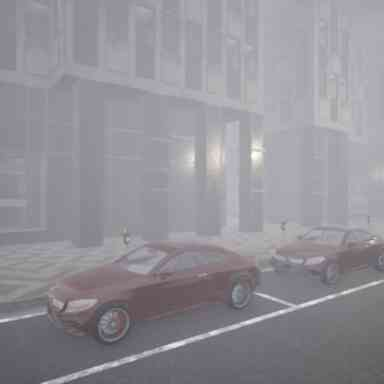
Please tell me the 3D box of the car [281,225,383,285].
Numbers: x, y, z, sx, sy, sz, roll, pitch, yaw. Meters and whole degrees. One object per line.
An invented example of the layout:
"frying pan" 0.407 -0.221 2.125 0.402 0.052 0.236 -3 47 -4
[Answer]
"car" 4.095 1.639 9.568 4.206 1.307 1.802 0 0 -35

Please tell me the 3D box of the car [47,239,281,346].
"car" -0.466 1.603 6.317 4.206 1.307 1.802 0 0 -35
